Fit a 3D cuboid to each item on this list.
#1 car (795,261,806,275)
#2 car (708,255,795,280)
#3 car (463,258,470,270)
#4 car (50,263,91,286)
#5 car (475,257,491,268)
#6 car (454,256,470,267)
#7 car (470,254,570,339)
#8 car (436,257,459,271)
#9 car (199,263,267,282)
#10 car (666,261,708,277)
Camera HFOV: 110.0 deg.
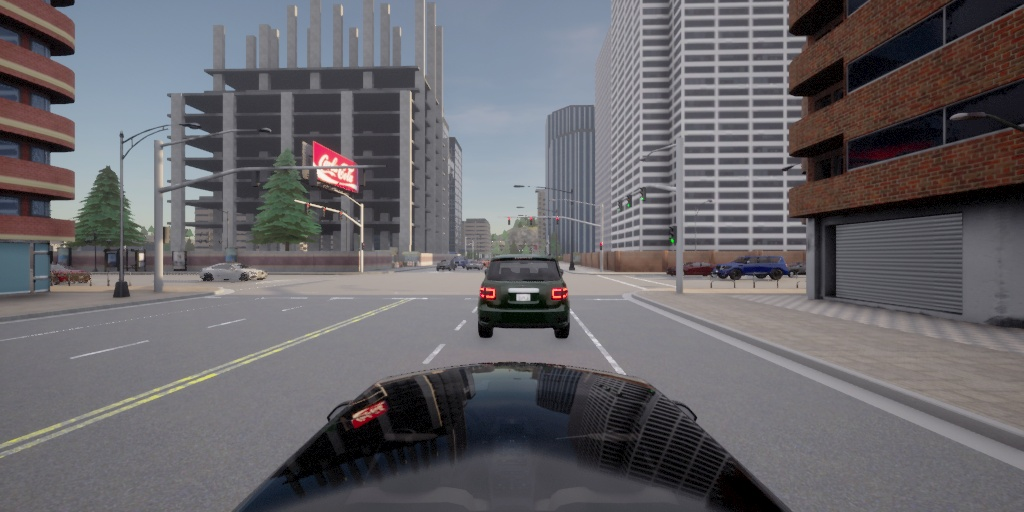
[{"bbox_3d":[27.240,1.241,33.737,4.902,1.511,2.128,0,0,2],"label":"car"},{"bbox_3d":[20.226,0.971,30.477,5.566,2.045,2.150,0,0,2],"label":"car"},{"bbox_3d":[-5.276,1.351,51.160,1.895,1.301,4.718,0,0,2],"label":"car"},{"bbox_3d":[-32.405,1.227,24.987,5.008,1.535,1.882,0,0,2],"label":"car"},{"bbox_3d":[-4.871,1.102,61.260,2.097,1.767,4.553,0,0,2],"label":"car"},{"bbox_3d":[-8.497,0.971,58.372,2.150,2.045,5.566,0,0,1],"label":"car"},{"bbox_3d":[0.338,0.971,10.283,2.150,2.045,5.566,0,0,2],"label":"car"},{"bbox_3d":[-8.880,1.255,48.524,1.837,1.490,4.892,0,0,2],"label":"car"},{"bbox_3d":[-21.842,1.276,28.149,4.674,1.442,1.812,0,0,2],"label":"car"},{"bbox_3d":[17.310,1.228,34.071,5.008,1.535,1.882,0,0,2],"label":"car"}]
